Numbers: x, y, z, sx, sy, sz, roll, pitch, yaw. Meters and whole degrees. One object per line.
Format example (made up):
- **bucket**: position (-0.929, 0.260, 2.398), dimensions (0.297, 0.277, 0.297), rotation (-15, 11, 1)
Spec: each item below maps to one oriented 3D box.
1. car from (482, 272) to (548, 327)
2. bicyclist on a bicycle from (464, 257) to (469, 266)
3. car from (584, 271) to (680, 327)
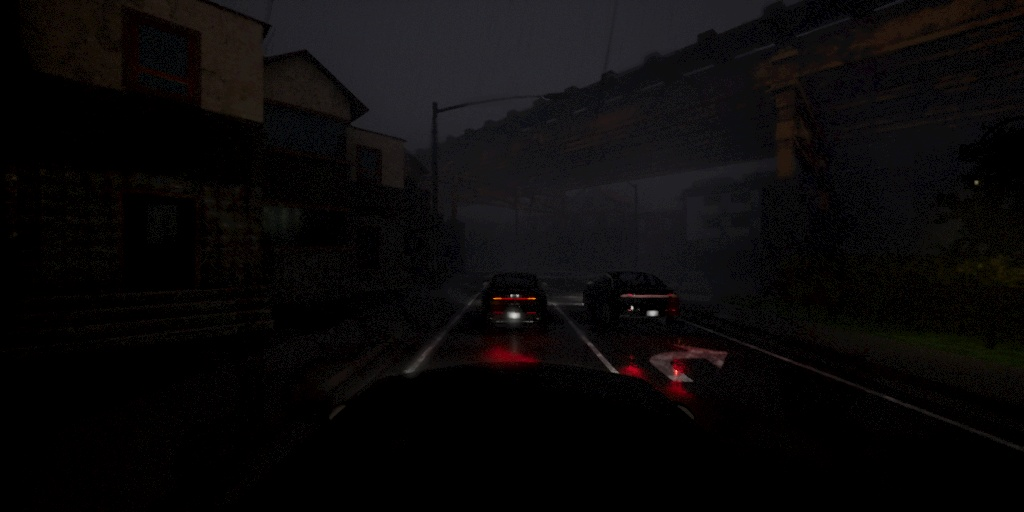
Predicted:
- **car**: position (0.094, 1.248, 11.523), dimensions (1.837, 1.490, 4.892), rotation (0, 0, 1)
- **bicyclist on a bicycle**: position (-8.505, 1.003, 64.876), dimensions (1.656, 1.620, 0.582), rotation (0, 0, -45)
- **car**: position (3.581, 1.235, 11.526), dimensions (2.128, 1.511, 4.902), rotation (0, 0, 0)
